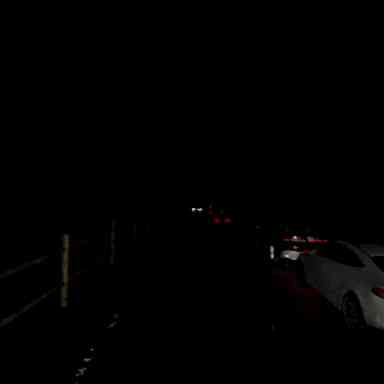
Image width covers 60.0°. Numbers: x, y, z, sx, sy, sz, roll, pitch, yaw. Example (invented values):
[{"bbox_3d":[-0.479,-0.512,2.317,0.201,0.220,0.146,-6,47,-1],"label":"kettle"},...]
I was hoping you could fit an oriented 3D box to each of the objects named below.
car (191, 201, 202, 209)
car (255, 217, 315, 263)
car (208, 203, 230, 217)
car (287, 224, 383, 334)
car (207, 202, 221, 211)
[{"bbox_3d":[0.868,2.350,62.063,2.033,1.411,5.357,1,-1,1],"label":"car"},{"bbox_3d":[3.687,1.740,12.908,1.837,1.490,4.892,1,-1,1],"label":"car"},{"bbox_3d":[3.334,2.042,39.053,2.128,1.511,4.902,1,-1,1],"label":"car"},{"bbox_3d":[3.594,1.688,6.910,1.812,1.442,4.674,1,-1,1],"label":"car"},{"bbox_3d":[3.485,2.346,53.467,1.895,1.301,4.718,1,-1,1],"label":"car"}]
